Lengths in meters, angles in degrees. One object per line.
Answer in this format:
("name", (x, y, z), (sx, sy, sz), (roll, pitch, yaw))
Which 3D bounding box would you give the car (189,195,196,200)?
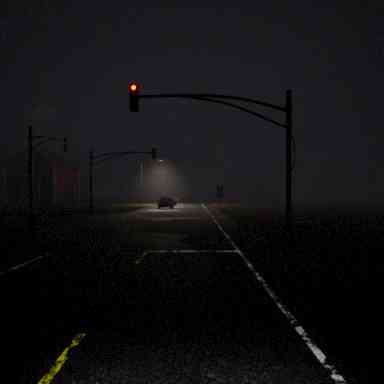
("car", (0.147, 1.440, 86.669), (1.994, 1.385, 4.181), (0, 0, 0))

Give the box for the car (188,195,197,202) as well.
("car", (0.131, 1.388, 76.982), (1.882, 1.535, 5.008), (0, 0, 0))

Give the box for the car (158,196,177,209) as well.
("car", (-3.513, 1.443, 45.201), (1.882, 1.535, 5.008), (0, 0, 0))

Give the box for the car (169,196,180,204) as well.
("car", (-3.433, 1.536, 64.992), (1.895, 1.301, 4.718), (0, 0, 1))

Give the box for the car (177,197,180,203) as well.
("car", (-3.487, 1.477, 55.064), (1.812, 1.442, 4.674), (0, 0, 1))
